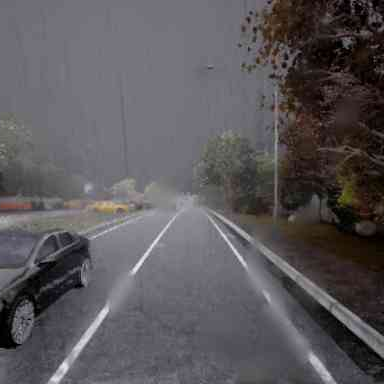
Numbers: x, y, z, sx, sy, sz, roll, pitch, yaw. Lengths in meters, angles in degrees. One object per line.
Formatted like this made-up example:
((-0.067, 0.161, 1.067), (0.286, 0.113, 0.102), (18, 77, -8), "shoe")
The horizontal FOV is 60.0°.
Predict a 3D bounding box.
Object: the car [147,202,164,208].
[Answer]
((-10.283, 3.690, 93.187), (4.553, 1.767, 2.185), (0, -3, 0), "car")

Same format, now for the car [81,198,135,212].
((-10.153, 1.789, 40.509), (5.366, 1.575, 1.946), (0, -2, 0), "car")

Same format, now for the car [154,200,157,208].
((-10.295, 2.738, 68.238), (4.792, 1.488, 2.163), (0, -2, 0), "car")

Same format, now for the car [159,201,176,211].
((-3.328, 2.074, 49.056), (1.837, 1.490, 4.892), (0, -2, 0), "car")

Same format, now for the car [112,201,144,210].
((-10.361, 2.255, 54.367), (4.792, 1.488, 2.163), (0, -2, 0), "car")

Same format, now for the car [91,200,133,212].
((-10.342, 1.865, 43.277), (4.892, 1.521, 2.231), (0, -2, 0), "car")

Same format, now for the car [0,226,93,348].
((-3.350, 1.476, 6.312), (2.128, 1.511, 4.902), (0, 0, 0), "car")

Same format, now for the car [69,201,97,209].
((-23.219, 2.808, 71.191), (5.366, 1.575, 1.946), (0, -2, 0), "car")

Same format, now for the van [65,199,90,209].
((-23.522, 2.489, 68.429), (4.442, 1.987, 1.878), (0, -2, 0), "van")

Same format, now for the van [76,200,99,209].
((-23.286, 2.682, 73.965), (4.442, 1.987, 1.878), (0, -2, 0), "van")

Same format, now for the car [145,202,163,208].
((-10.284, 3.549, 90.415), (4.553, 1.767, 2.185), (0, -3, 0), "car")

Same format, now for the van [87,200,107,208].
((-23.515, 3.033, 82.252), (4.442, 1.987, 1.878), (0, -3, 0), "van")

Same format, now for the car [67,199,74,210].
((-23.379, 2.204, 57.350), (4.553, 1.767, 2.185), (0, -2, 0), "car")

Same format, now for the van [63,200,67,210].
((-23.528, 2.007, 54.586), (4.442, 1.987, 1.878), (0, -2, 0), "van")

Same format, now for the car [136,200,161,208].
((-10.349, 2.858, 79.331), (5.566, 2.045, 2.435), (0, -3, 0), "car")

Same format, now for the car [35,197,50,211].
((-23.443, 1.700, 46.284), (5.566, 2.045, 2.435), (0, -2, 0), "car")

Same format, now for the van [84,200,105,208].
((-23.284, 2.885, 79.353), (4.442, 1.987, 1.878), (0, -2, 0), "van")

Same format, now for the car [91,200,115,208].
((-23.368, 3.283, 87.662), (5.566, 2.045, 2.435), (0, -3, 0), "car")

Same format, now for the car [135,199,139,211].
((-10.342, 1.945, 46.048), (5.008, 1.535, 2.097), (0, -2, 0), "car")

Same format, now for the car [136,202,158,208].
((-10.351, 3.028, 76.569), (4.792, 1.488, 2.163), (0, -2, 0), "car")

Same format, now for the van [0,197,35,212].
((-23.534, 1.642, 43.392), (4.442, 1.987, 1.878), (0, -2, 0), "van")

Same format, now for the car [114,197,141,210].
((-10.366, 1.909, 48.827), (4.553, 1.767, 2.185), (0, -2, 0), "car")

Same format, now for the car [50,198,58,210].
((-23.229, 2.039, 49.043), (5.366, 1.575, 1.946), (0, -2, 0), "car")

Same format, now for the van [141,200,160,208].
((-10.202, 3.025, 82.102), (4.442, 1.987, 1.878), (0, -3, 0), "van")

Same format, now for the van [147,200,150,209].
((-10.446, 2.193, 59.924), (4.442, 1.987, 1.878), (0, -2, 0), "van")

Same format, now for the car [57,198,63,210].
((-23.406, 2.137, 51.809), (4.892, 1.521, 2.231), (0, -2, 0), "car")

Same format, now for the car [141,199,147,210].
((-10.305, 1.877, 51.602), (5.566, 2.045, 2.435), (0, -2, 0), "car")

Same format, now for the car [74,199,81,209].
((-23.404, 2.421, 59.990), (5.008, 1.535, 2.097), (0, -2, 0), "car")

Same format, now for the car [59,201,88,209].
((-23.400, 2.620, 65.652), (4.892, 1.521, 2.231), (0, -2, 0), "car")

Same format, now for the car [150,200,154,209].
((-10.333, 2.515, 62.691), (5.008, 1.535, 2.097), (0, -2, 0), "car")

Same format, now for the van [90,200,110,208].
((-23.514, 3.167, 84.894), (4.442, 1.987, 1.878), (0, -3, 0), "van")

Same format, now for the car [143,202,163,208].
((-10.311, 3.533, 87.635), (5.008, 1.535, 2.097), (0, -3, 0), "car")
